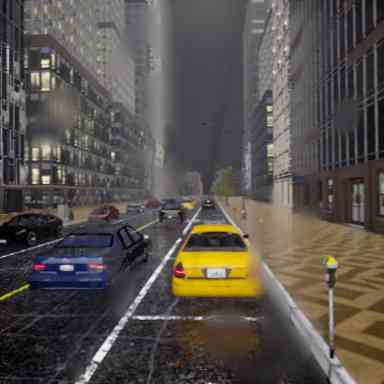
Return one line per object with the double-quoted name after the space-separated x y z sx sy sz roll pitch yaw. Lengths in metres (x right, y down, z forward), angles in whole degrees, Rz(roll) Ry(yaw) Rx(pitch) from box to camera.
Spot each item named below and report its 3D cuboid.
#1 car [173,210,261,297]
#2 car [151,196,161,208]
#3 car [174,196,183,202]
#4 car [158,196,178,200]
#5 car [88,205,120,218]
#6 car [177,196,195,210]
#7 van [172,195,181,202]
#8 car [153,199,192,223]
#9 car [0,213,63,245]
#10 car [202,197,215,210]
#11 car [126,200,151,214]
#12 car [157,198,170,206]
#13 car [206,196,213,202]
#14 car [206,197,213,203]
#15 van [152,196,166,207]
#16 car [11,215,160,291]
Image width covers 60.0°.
0.595 1.486 8.708 1.801 1.575 5.366 -1 0 3 "car"
-5.867 1.792 50.260 1.887 1.381 4.507 0 0 3 "car"
-3.581 1.912 90.040 1.947 1.339 4.313 0 0 3 "car"
-3.280 1.727 48.536 1.837 1.490 4.892 -1 -1 3 "car"
-7.173 1.764 27.527 1.802 1.307 4.206 0 0 3 "car"
-0.566 1.624 43.414 1.801 1.575 5.366 -1 0 3 "car"
-3.909 1.674 84.358 1.690 1.788 3.998 0 0 3 "van"
-1.441 1.609 26.418 2.128 1.511 4.902 -1 0 3 "car"
-7.826 1.713 16.164 1.947 1.339 4.313 0 0 3 "car"
2.172 1.707 44.084 1.947 1.339 4.313 0 0 3 "car"
-6.520 1.766 38.895 2.008 1.369 4.403 0 0 3 "car"
-5.214 1.859 61.626 1.802 1.307 4.206 0 0 3 "car"
4.467 1.769 84.032 1.752 1.417 4.829 0 0 3 "car"
4.131 1.812 78.179 1.802 1.307 4.206 0 0 3 "car"
-5.542 1.604 55.944 1.690 1.788 3.998 0 0 3 "van"
-2.421 1.611 9.327 2.033 1.411 5.357 -1 0 3 "car"
